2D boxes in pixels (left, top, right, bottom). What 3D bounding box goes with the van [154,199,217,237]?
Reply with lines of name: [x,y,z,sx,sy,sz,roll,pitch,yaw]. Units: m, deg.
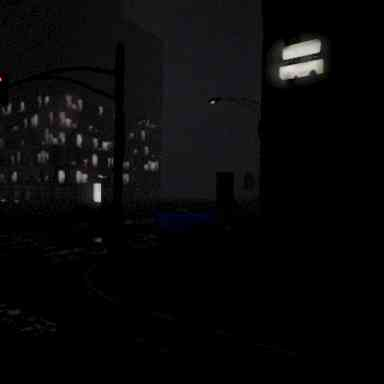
van: [-0.225,1.291,17.772,1.690,1.788,3.998,2,1,35]

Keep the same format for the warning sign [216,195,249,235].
warning sign: [2.057,1.117,16.878,1.300,1.860,1.060,1,1,35]

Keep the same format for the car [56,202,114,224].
car: [-7.059,1.328,22.631,1.947,1.339,4.313,2,1,35]

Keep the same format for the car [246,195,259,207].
car: [8.971,1.154,45.175,1.967,1.590,4.097,2,1,35]
